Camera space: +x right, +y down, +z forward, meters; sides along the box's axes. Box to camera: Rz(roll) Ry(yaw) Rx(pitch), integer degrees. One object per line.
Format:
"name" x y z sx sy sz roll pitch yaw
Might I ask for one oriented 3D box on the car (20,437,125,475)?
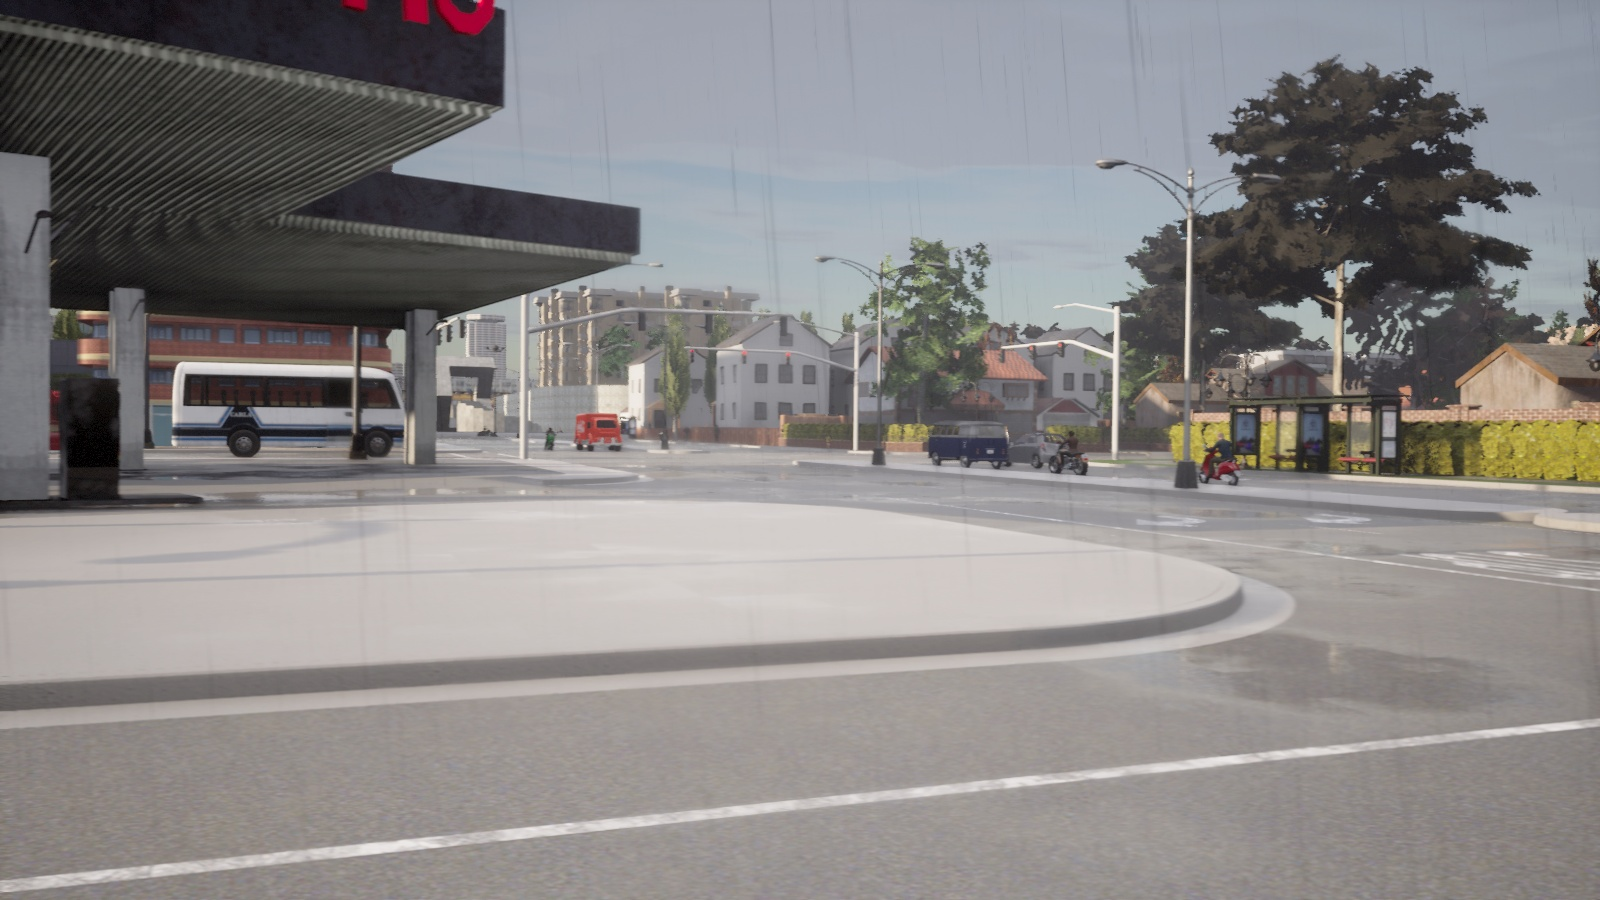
"car" -31.392 0.232 54.307 3.705 1.549 1.789 -1 1 -22

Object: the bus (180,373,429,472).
"bus" -22.643 -1.275 57.822 10.273 4.253 3.944 -1 1 -22

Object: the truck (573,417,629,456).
"truck" -13.154 -0.892 82.683 2.627 2.467 5.204 -1 1 -21

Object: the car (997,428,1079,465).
"car" 10.194 -0.178 54.045 1.845 1.501 3.633 -1 1 -21

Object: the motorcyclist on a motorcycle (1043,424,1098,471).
"motorcyclist on a motorcycle" 9.760 -0.096 45.425 0.766 1.649 2.350 -1 1 -21

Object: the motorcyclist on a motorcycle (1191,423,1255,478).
"motorcyclist on a motorcycle" 12.700 -0.001 37.784 0.866 1.590 1.817 -1 1 -21

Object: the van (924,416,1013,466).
"van" 7.004 -0.381 52.580 1.775 1.987 4.442 -1 1 -21
